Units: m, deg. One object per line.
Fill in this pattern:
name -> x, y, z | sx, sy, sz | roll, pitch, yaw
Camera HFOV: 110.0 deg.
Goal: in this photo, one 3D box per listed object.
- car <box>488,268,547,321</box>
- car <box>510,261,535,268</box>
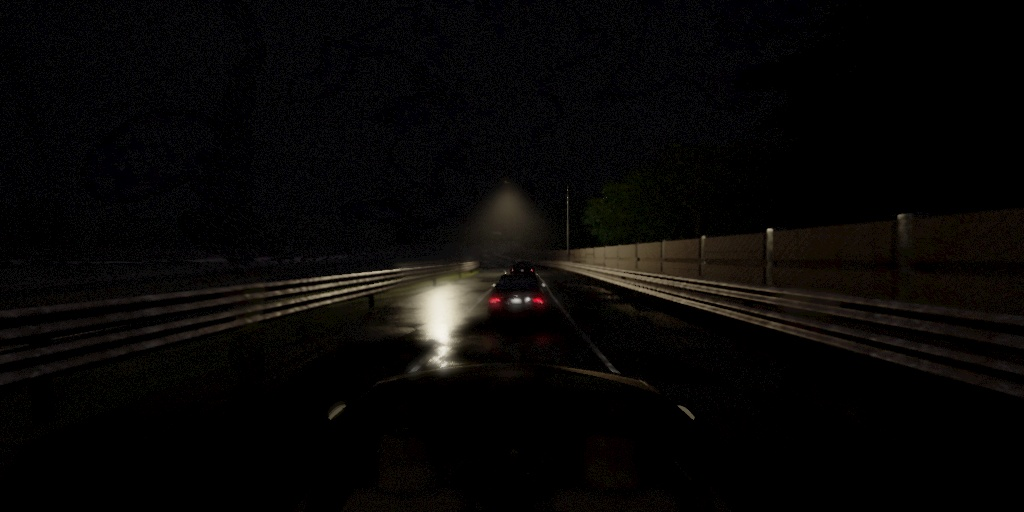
car -> 0.227, 1.330, 12.629 | 2.033, 1.411, 5.357 | 0, 0, 2
car -> 0.891, 1.186, 30.885 | 2.097, 1.767, 4.553 | 0, 0, 2
